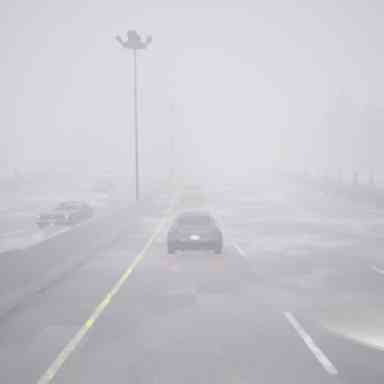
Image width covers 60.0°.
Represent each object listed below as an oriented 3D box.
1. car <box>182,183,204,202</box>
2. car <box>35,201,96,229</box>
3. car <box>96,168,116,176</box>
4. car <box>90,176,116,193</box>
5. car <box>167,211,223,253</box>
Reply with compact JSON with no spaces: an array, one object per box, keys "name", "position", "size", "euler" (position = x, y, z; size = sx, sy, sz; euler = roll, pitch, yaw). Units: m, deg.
[{"name":"car","position":[0.100,-0.118,32.719],"size":[2.097,1.767,4.553],"euler":[0,6,0]},{"name":"car","position":[-7.099,1.221,19.050],"size":[1.895,1.301,4.718],"euler":[0,3,0]},{"name":"car","position":[-13.925,-2.745,54.008],"size":[2.150,2.045,5.566],"euler":[0,7,0]},{"name":"car","position":[-10.579,-0.741,39.820],"size":[2.033,1.411,5.357],"euler":[0,7,0]},{"name":"car","position":[0.100,1.430,13.155],"size":[1.994,1.385,4.181],"euler":[0,2,0]}]
